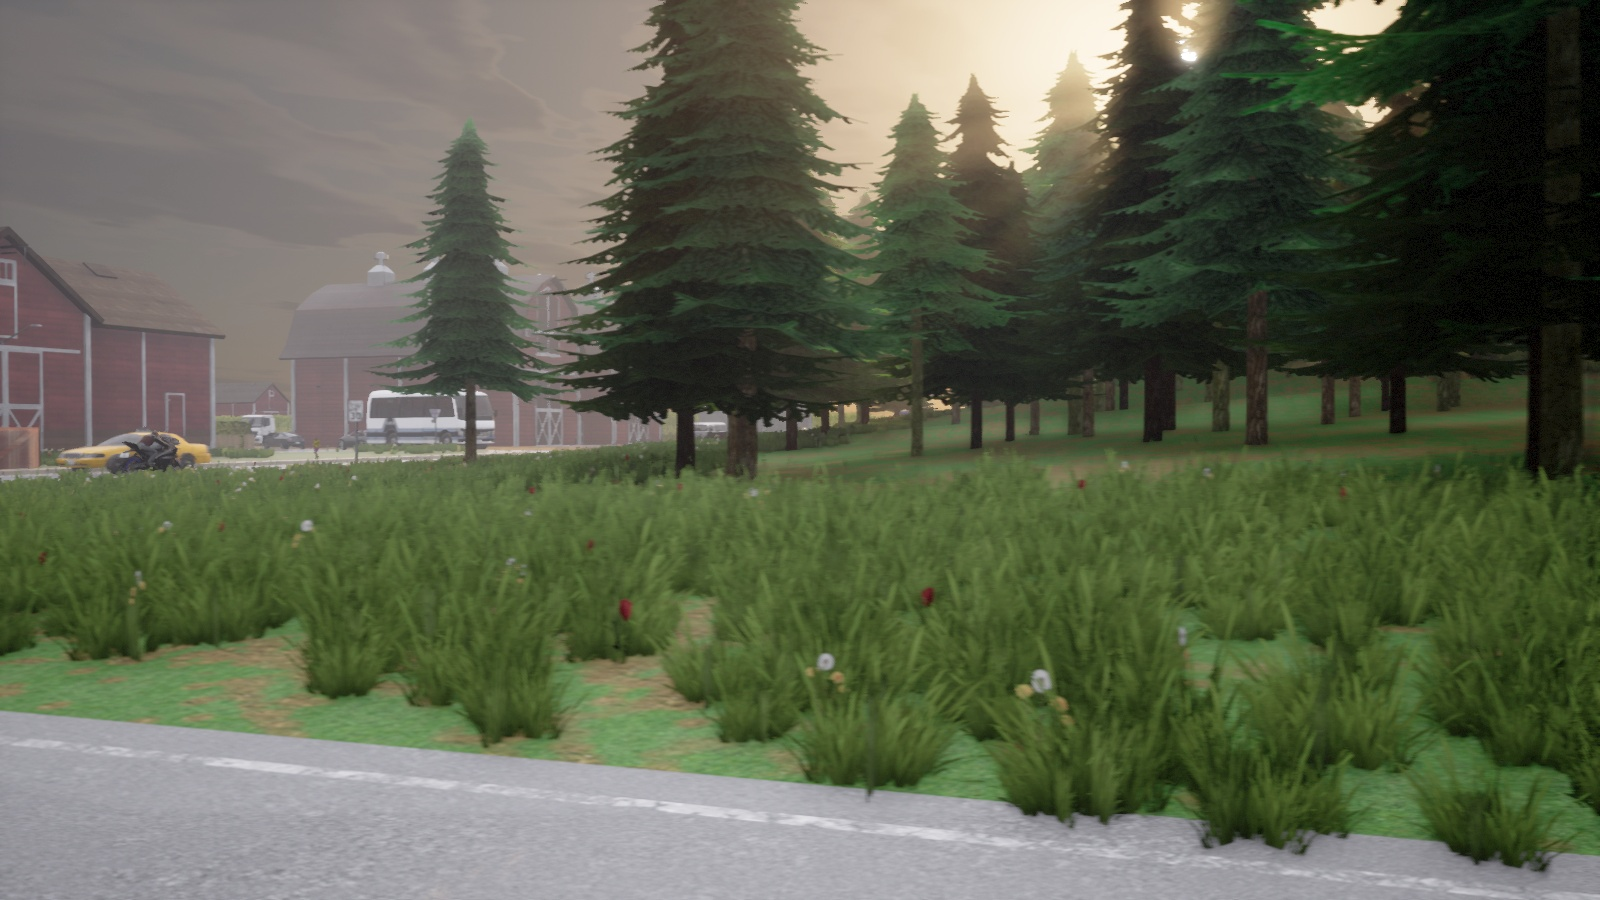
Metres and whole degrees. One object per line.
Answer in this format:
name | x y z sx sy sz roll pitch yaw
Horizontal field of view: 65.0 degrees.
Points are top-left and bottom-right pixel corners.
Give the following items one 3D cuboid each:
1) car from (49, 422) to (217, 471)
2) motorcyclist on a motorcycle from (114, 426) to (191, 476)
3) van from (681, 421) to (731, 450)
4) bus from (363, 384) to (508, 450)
car | -23.026 -0.160 43.633 1.801 1.575 5.366 1 1 19
motorcyclist on a motorcycle | -20.580 0.004 39.944 0.866 1.530 2.191 1 1 19
van | -6.800 -1.083 91.625 2.069 2.038 4.480 1 1 19
bus | -24.911 -2.229 85.583 10.273 4.253 3.944 1 1 35
